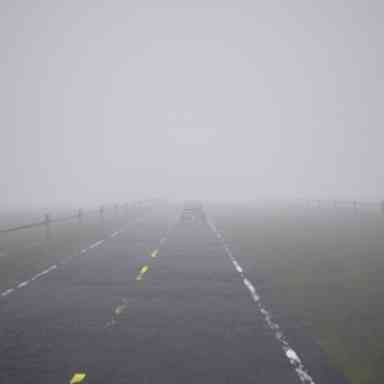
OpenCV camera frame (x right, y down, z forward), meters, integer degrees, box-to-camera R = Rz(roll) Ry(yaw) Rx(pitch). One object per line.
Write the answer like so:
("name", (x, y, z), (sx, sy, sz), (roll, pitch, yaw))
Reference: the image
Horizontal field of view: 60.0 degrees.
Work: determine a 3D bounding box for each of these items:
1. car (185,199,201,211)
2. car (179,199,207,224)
("car", (0.100, 1.614, 42.961), (1.895, 1.301, 4.718), (0, 0, 0))
("car", (0.098, 1.500, 24.568), (2.128, 1.511, 4.902), (0, 0, 0))
